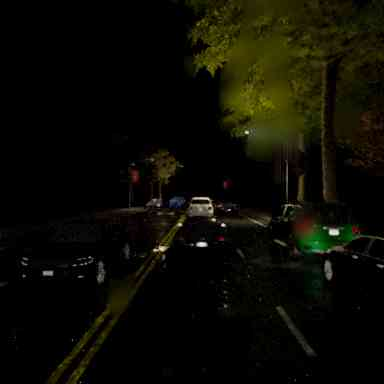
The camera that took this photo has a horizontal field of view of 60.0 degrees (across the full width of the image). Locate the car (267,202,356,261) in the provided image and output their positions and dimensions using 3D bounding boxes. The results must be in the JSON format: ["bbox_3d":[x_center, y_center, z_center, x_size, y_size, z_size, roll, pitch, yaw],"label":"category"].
[{"bbox_3d":[4.506,1.390,13.100,2.150,2.045,5.566,0,-1,1],"label":"car"}]

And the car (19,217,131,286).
[{"bbox_3d":[-3.149,1.560,9.901,1.882,1.535,5.008,0,-1,1],"label":"car"}]

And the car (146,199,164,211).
[{"bbox_3d":[-5.445,1.848,49.297,2.097,1.767,4.553,0,-1,2],"label":"car"}]

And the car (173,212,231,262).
[{"bbox_3d":[0.370,1.699,12.808,1.994,1.385,4.181,0,-1,1],"label":"car"}]

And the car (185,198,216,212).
[{"bbox_3d":[0.798,1.550,30.772,2.150,2.045,5.566,0,-1,1],"label":"car"}]

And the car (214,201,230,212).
[{"bbox_3d":[4.388,2.109,49.358,2.033,1.411,5.357,0,-1,1],"label":"car"}]

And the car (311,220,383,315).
[{"bbox_3d":[4.360,1.607,7.069,1.837,1.490,4.892,0,-1,1],"label":"car"}]

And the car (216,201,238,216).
[{"bbox_3d":[4.215,2.006,39.042,1.994,1.385,4.181,0,-1,2],"label":"car"}]

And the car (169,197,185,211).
[{"bbox_3d":[-2.159,1.755,50.724,2.150,2.045,5.566,0,-1,2],"label":"car"}]
